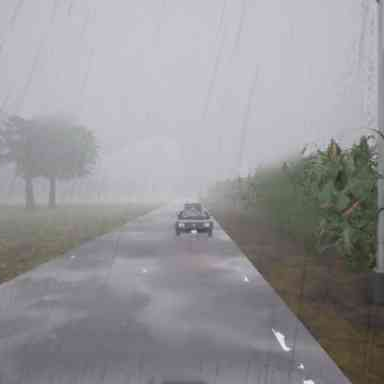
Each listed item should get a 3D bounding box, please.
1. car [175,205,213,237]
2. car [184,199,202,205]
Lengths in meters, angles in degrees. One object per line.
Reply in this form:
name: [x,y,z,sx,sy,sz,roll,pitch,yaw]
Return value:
car: [0.097,1.611,18.165,1.895,1.301,4.718,0,0,0]
car: [0.104,1.509,36.380,1.882,1.535,5.008,0,0,0]
